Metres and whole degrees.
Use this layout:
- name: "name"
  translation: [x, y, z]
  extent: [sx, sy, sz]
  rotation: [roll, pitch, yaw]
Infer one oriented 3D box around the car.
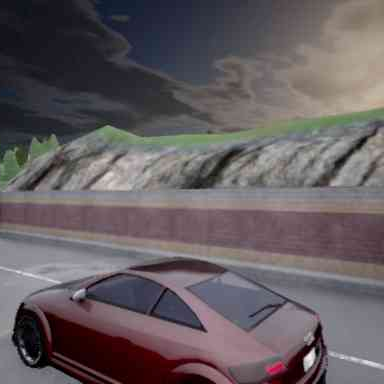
- name: "car"
  translation: [-0.508, 1.580, 4.355]
  extent: [4.181, 1.385, 1.994]
  rotation: [0, 0, 35]
